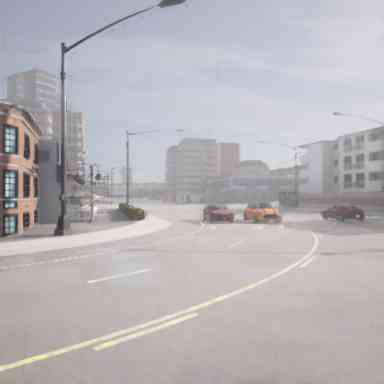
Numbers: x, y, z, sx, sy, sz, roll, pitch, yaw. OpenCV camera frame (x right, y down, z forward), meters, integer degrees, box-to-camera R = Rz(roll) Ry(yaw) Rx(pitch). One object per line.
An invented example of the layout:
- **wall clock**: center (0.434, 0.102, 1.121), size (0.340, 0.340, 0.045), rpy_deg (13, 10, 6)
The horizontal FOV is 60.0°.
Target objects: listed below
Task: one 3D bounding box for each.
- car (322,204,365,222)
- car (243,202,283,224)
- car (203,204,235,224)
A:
- **car**: center (12.967, 1.777, 28.699), size (1.812, 1.442, 4.674), rpy_deg (0, -1, -5)
- **car**: center (5.824, 1.628, 27.736), size (2.097, 1.767, 4.553), rpy_deg (0, -1, -7)
- **car**: center (2.185, 1.775, 28.012), size (1.882, 1.535, 5.008), rpy_deg (0, -1, -8)
